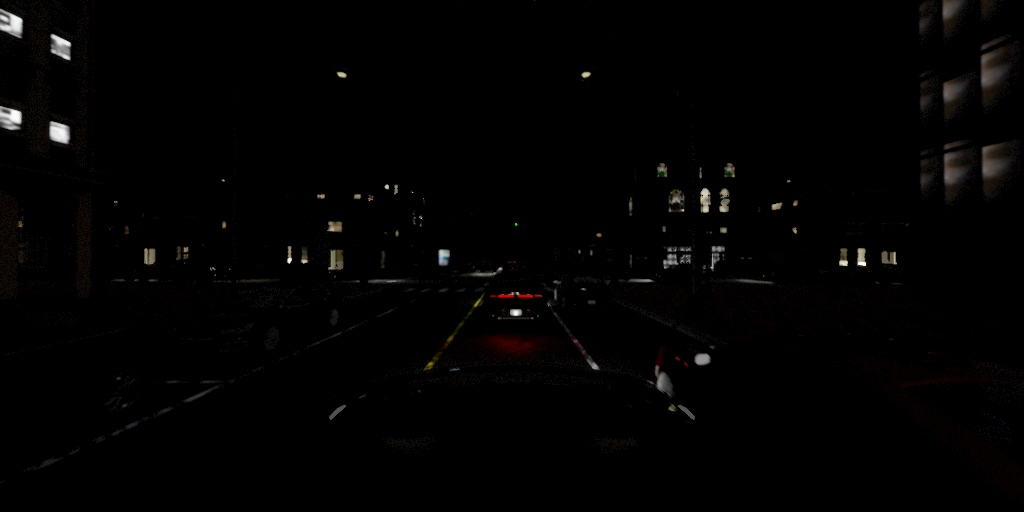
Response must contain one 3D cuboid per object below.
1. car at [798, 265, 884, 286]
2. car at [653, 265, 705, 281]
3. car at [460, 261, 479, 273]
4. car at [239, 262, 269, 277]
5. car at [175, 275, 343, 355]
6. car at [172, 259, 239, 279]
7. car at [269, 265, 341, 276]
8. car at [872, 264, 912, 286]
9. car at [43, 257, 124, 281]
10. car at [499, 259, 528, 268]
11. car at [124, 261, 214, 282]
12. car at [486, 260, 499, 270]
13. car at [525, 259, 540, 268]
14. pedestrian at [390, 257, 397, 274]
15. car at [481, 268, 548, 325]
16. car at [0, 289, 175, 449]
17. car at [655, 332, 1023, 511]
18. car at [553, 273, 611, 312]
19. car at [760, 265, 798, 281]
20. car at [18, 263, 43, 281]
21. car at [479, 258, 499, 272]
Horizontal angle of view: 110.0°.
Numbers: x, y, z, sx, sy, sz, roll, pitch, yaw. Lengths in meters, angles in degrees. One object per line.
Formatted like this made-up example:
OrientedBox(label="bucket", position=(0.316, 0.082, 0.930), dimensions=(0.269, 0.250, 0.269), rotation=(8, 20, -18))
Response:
OrientedBox(label="car", position=(23.646, 1.494, 25.897), dimensions=(4.207, 1.307, 1.802), rotation=(0, 0, 1))
OrientedBox(label="car", position=(14.815, 1.480, 31.863), dimensions=(4.181, 1.385, 1.994), rotation=(0, 0, 1))
OrientedBox(label="car", position=(-5.683, 1.455, 46.691), dimensions=(1.802, 1.307, 4.207), rotation=(0, 0, 0))
OrientedBox(label="car", position=(-25.449, 1.285, 35.076), dimensions=(4.829, 1.417, 1.751), rotation=(0, 0, 1))
OrientedBox(label="car", position=(-5.689, 1.320, 8.613), dimensions=(2.007, 1.370, 4.403), rotation=(0, 0, 0))
OrientedBox(label="car", position=(-25.613, 1.064, 29.295), dimensions=(4.553, 1.767, 2.097), rotation=(0, 0, 1))
OrientedBox(label="car", position=(-16.565, 1.351, 29.152), dimensions=(4.718, 1.301, 1.895), rotation=(0, 0, 1))
OrientedBox(label="car", position=(29.181, 1.380, 25.846), dimensions=(4.097, 1.591, 1.967), rotation=(0, 0, 1))
OrientedBox(label="car", position=(-30.948, 0.984, 26.780), dimensions=(5.009, 1.841, 2.192), rotation=(0, 0, 1))
OrientedBox(label="car", position=(0.106, 1.306, 30.710), dimensions=(1.882, 1.535, 5.008), rotation=(0, 0, 0))
OrientedBox(label="car", position=(-25.411, 1.242, 26.694), dimensions=(4.403, 1.370, 2.007), rotation=(0, 0, 1))
OrientedBox(label="car", position=(-3.058, 1.406, 56.775), dimensions=(1.837, 1.490, 4.892), rotation=(0, 0, 0))
OrientedBox(label="car", position=(2.697, 1.438, 46.677), dimensions=(1.948, 1.339, 4.313), rotation=(0, 0, 0))
OrientedBox(label="pedestrian", position=(-12.546, 0.978, 37.829), dimensions=(0.375, 1.860, 0.375), rotation=(0, -1, 1))
OrientedBox(label="car", position=(0.103, 1.280, 11.876), dimensions=(1.837, 1.490, 4.892), rotation=(0, -1, 0))
OrientedBox(label="car", position=(-5.689, 1.193, 2.921), dimensions=(1.967, 1.591, 4.097), rotation=(0, 0, 0))
OrientedBox(label="car", position=(2.691, 1.298, 2.903), dimensions=(1.888, 1.381, 4.507), rotation=(0, 0, 0))
OrientedBox(label="car", position=(2.693, 1.335, 14.287), dimensions=(2.007, 1.370, 4.403), rotation=(0, 0, 0))
OrientedBox(label="car", position=(24.630, 1.490, 31.715), dimensions=(4.674, 1.442, 1.812), rotation=(0, 0, 1))
OrientedBox(label="car", position=(-36.484, 1.197, 26.866), dimensions=(4.403, 1.370, 2.007), rotation=(0, 0, 1))
OrientedBox(label="car", position=(-3.077, 1.352, 47.365), dimensions=(1.882, 1.535, 5.008), rotation=(0, 0, 1))
